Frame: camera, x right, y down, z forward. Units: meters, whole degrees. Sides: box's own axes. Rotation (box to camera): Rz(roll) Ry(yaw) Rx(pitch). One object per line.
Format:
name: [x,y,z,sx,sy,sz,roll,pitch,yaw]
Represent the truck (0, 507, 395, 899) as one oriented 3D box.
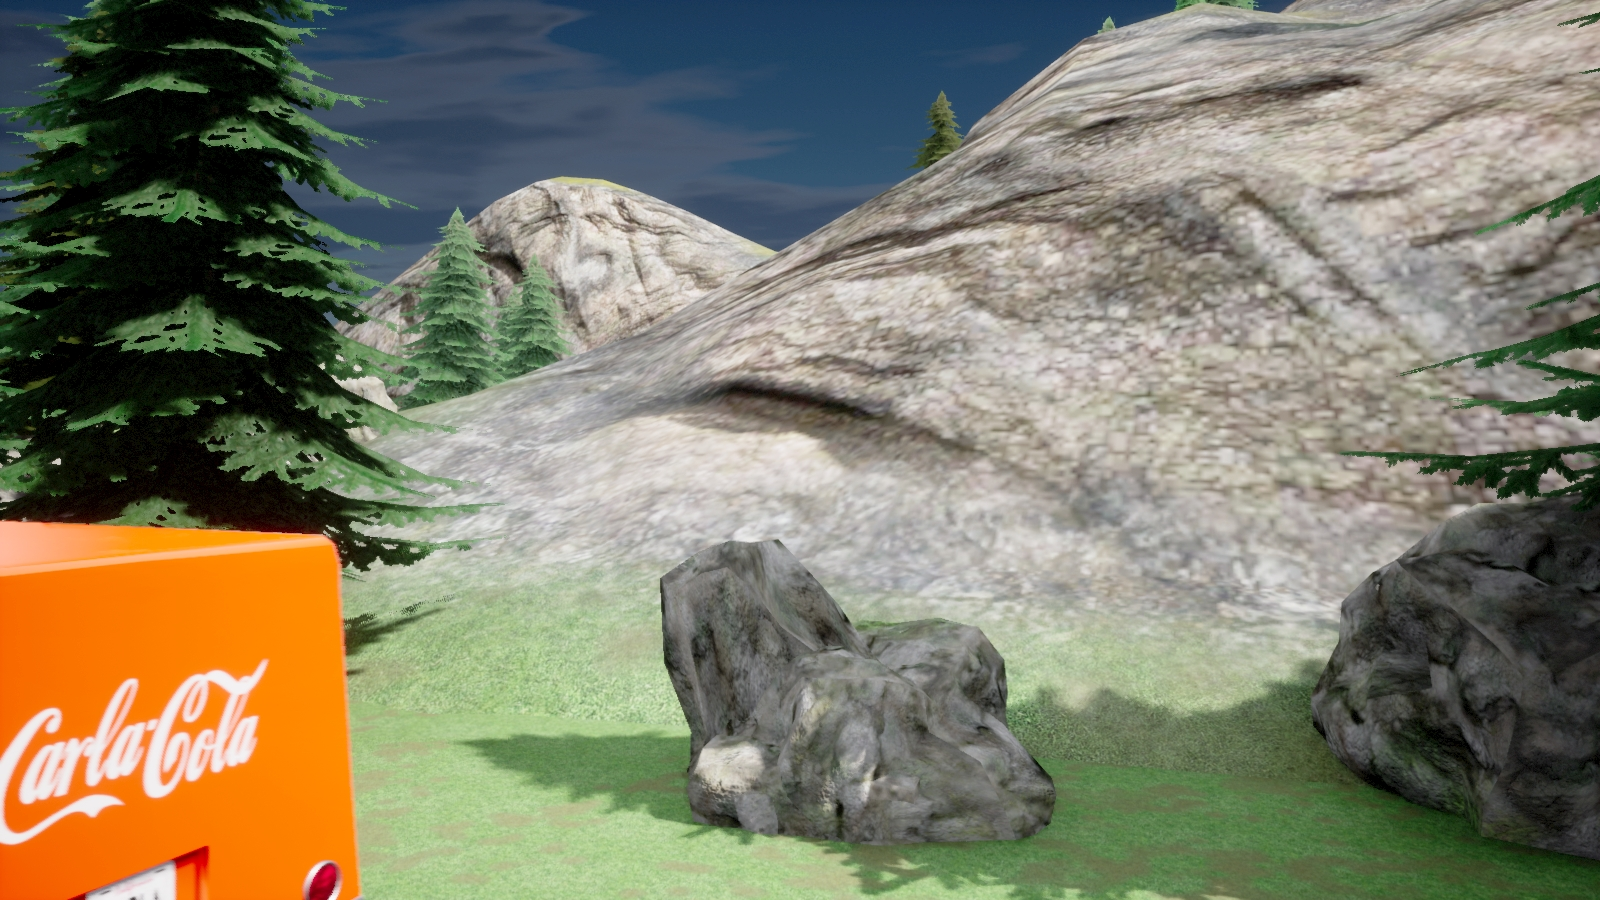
truck: [-4.811,1.548,5.073,5.204,2.467,2.627,0,0,20]
